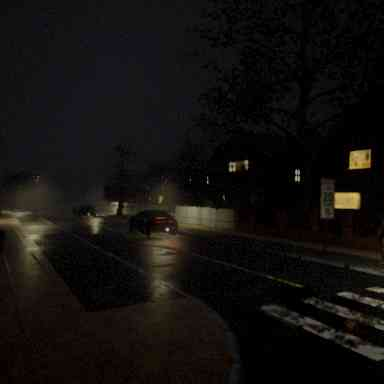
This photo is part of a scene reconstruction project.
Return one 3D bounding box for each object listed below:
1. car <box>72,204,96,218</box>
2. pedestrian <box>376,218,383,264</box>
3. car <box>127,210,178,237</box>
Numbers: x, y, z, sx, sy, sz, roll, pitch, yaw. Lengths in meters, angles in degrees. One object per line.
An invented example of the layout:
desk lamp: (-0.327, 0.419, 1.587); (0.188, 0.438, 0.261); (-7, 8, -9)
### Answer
car: (-12.294, 2.136, 37.782); (1.837, 1.490, 4.892); (2, -2, -30)
pedestrian: (6.441, 1.469, 11.061); (0.375, 1.860, 0.375); (2, -1, -30)
car: (-2.591, 1.887, 20.910); (1.837, 1.490, 4.892); (2, -2, -30)
